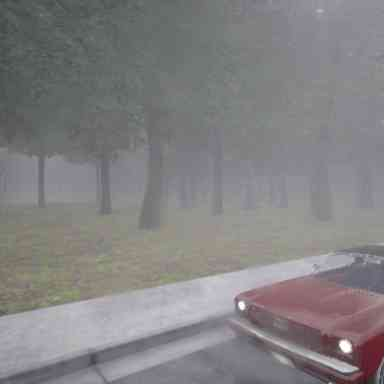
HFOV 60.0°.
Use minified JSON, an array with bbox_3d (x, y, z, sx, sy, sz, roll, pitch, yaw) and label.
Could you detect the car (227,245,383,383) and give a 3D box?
[{"bbox_3d":[2.820,1.588,5.079,4.718,1.301,1.895,0,0,-35],"label":"car"}]
